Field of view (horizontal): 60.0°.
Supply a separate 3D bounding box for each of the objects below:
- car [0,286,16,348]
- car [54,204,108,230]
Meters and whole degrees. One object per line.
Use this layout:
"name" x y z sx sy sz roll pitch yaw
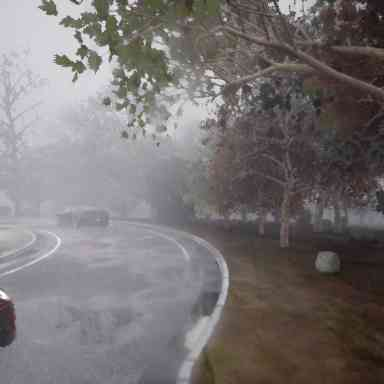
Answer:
"car" -4.277 1.361 3.311 2.097 1.767 4.553 0 0 30
"car" -7.216 1.517 21.467 1.882 1.535 5.008 1 -1 -41
